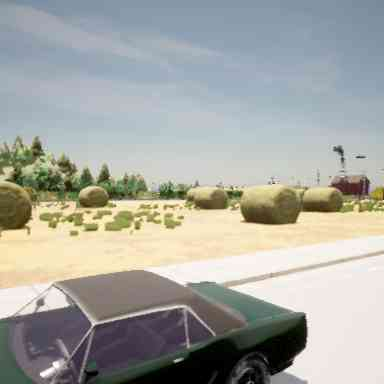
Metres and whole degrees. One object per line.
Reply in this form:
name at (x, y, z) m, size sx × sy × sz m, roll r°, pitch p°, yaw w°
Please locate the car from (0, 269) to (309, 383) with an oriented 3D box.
car at (-1.053, 1.593, 3.239) m, size 4.718 × 1.301 × 1.895 m, roll 0°, pitch 0°, yaw -35°
